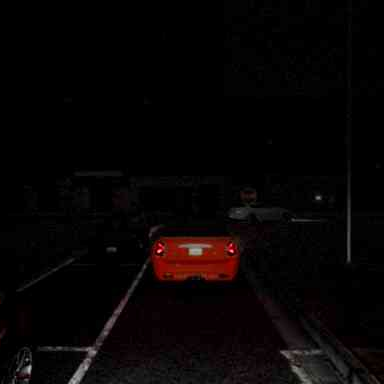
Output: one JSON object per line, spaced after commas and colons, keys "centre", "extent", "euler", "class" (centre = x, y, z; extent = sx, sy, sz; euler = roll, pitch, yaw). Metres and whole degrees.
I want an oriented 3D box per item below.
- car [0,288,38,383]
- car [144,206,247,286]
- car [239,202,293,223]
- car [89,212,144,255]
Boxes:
{"centre": [-2.640, 1.555, 2.203], "extent": [1.947, 1.339, 4.313], "euler": [0, 0, 0], "class": "car"}
{"centre": [0.085, 1.309, 9.400], "extent": [2.097, 1.767, 4.553], "euler": [0, 0, 0], "class": "car"}
{"centre": [4.833, 1.408, 23.343], "extent": [4.674, 1.442, 1.812], "euler": [0, -1, -22], "class": "car"}
{"centre": [-2.641, 1.506, 13.107], "extent": [1.947, 1.339, 4.313], "euler": [0, 0, 0], "class": "car"}
